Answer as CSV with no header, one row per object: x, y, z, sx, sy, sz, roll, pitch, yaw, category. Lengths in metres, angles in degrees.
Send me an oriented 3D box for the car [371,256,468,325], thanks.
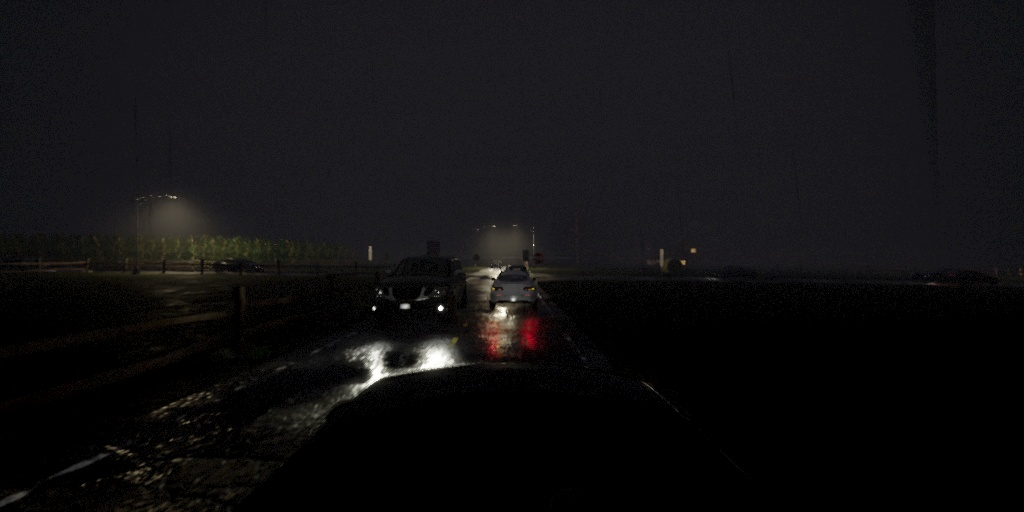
-2.843,1.002,12.313,2.150,2.045,5.566,0,0,0,car

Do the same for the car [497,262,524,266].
0.339,1.367,26.539,2.033,1.411,5.357,0,0,5,car

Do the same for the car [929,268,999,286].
44.508,2.071,35.124,4.674,1.442,1.812,1,1,1,car

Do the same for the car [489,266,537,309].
0.066,1.313,15.093,1.812,1.442,4.674,0,0,1,car

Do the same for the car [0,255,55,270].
-50.008,0.665,36.767,4.902,1.511,2.128,1,1,1,car

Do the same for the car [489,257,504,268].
-2.792,1.424,61.994,1.837,1.490,4.892,0,0,1,car

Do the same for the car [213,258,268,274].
-27.414,0.998,36.301,4.892,1.490,1.837,1,1,1,car

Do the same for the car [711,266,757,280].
23.704,1.755,38.369,4.181,1.385,1.994,1,1,1,car

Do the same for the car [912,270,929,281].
45.505,2.008,37.931,5.008,1.535,1.882,1,1,1,car
